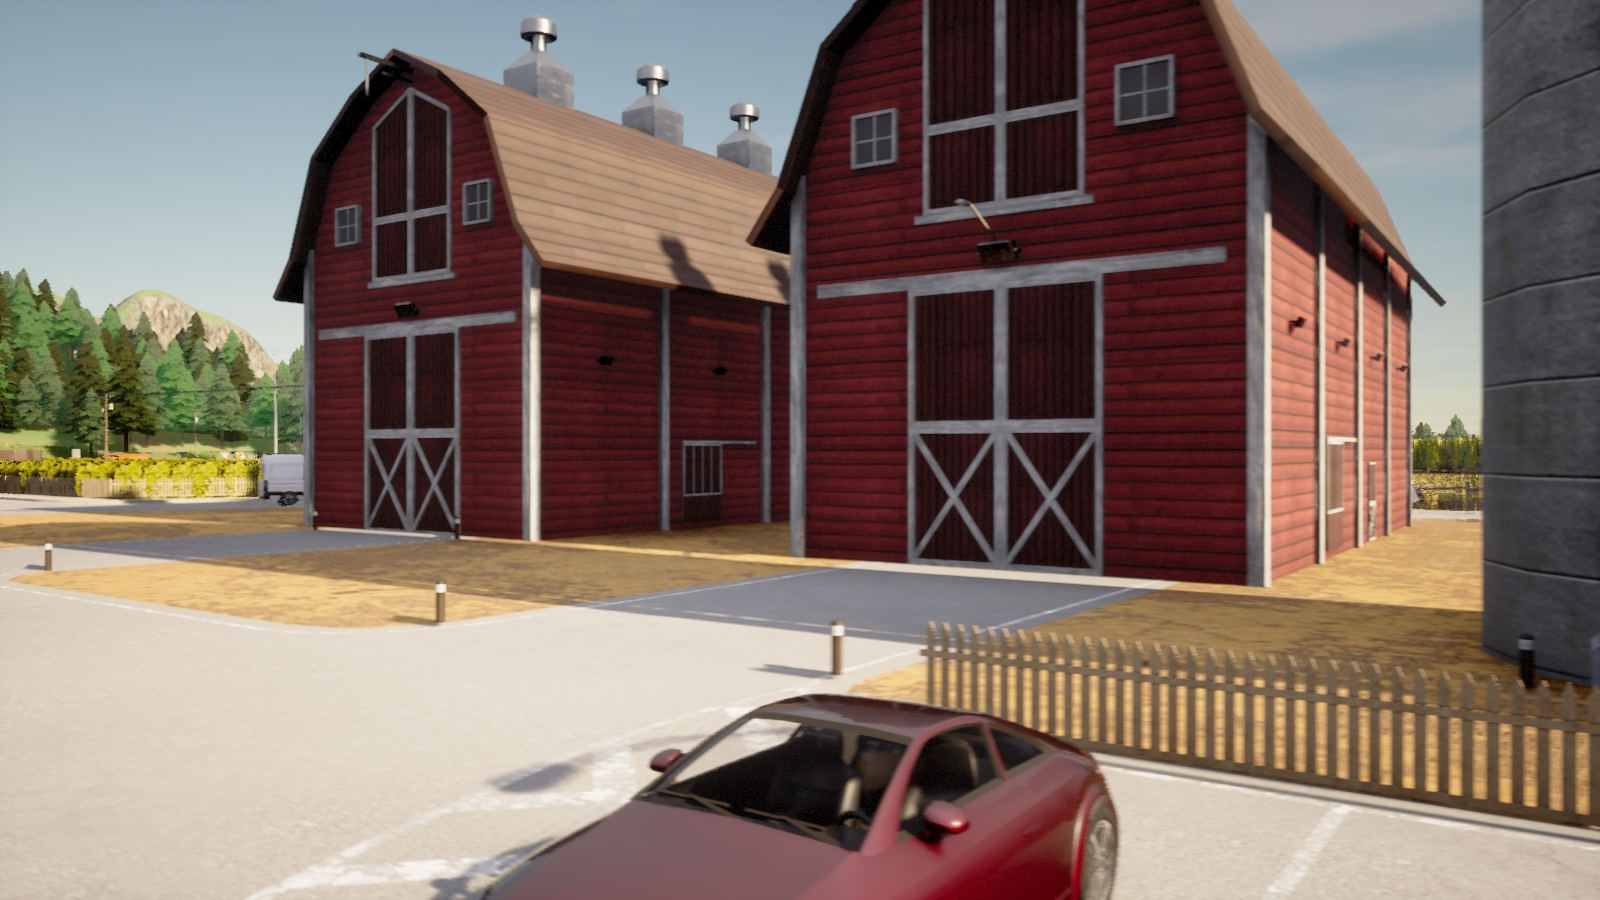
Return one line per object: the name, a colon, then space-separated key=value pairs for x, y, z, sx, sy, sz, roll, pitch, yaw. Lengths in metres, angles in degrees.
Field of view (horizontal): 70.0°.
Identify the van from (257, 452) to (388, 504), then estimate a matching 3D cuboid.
van: x=-24.397 y=1.404 z=58.474 sx=5.915 sy=2.561 sz=1.988 roll=0 pitch=0 yaw=-32
